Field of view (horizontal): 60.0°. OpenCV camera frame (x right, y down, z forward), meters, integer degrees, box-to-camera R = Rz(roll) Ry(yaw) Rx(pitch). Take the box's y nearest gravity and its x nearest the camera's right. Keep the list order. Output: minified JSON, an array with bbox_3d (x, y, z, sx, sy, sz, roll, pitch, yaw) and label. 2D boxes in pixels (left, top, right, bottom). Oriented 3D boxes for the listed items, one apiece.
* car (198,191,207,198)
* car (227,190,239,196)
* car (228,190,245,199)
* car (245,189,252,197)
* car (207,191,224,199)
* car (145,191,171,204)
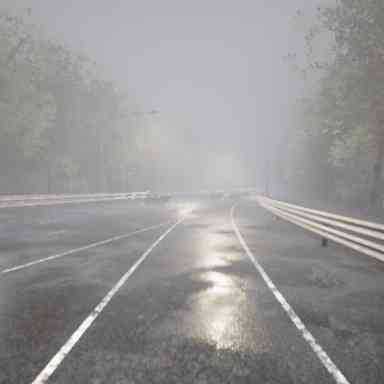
[{"bbox_3d":[2.647,0.526,68.811,1.895,1.301,4.718,1,1,15],"label":"car"},{"bbox_3d":[10.293,0.308,83.333,2.033,1.411,5.357,1,1,15],"label":"car"},{"bbox_3d":[8.307,0.457,62.999,2.097,1.767,4.553,1,1,15],"label":"car"},{"bbox_3d":[12.659,0.383,78.755,1.837,1.490,4.892,1,1,15],"label":"car"},{"bbox_3d":[4.889,0.524,63.786,1.882,1.535,5.008,1,1,15],"label":"car"},{"bbox_3d":[-4.363,0.632,43.429,2.097,1.767,4.553,1,1,15],"label":"car"}]
